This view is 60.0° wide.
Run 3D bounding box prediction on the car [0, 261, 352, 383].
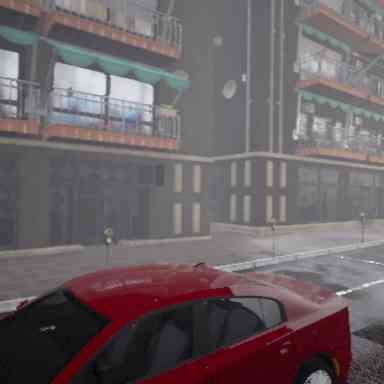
[{"bbox_3d":[-0.584,1.483,2.963,5.008,1.535,1.882,0,0,-35],"label":"car"}]
